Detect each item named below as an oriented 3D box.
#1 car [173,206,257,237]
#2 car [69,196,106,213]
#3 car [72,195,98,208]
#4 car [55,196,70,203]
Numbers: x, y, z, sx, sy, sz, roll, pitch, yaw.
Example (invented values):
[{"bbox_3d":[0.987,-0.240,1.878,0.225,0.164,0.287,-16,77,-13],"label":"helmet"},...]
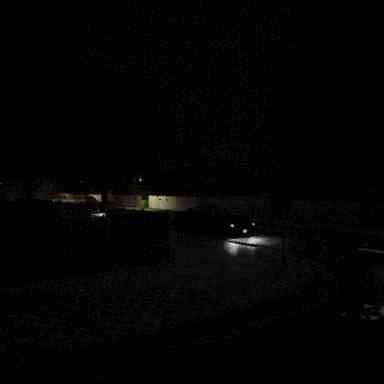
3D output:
[{"bbox_3d":[0.993,1.471,18.052,2.033,1.411,5.357,0,0,-36],"label":"car"},{"bbox_3d":[-10.566,1.373,34.214,2.033,1.411,5.357,0,0,-36],"label":"car"},{"bbox_3d":[-14.387,1.252,44.525,1.882,1.535,5.008,0,0,-35],"label":"car"},{"bbox_3d":[-20.397,1.331,52.836,1.895,1.301,4.718,0,0,-36],"label":"car"}]
